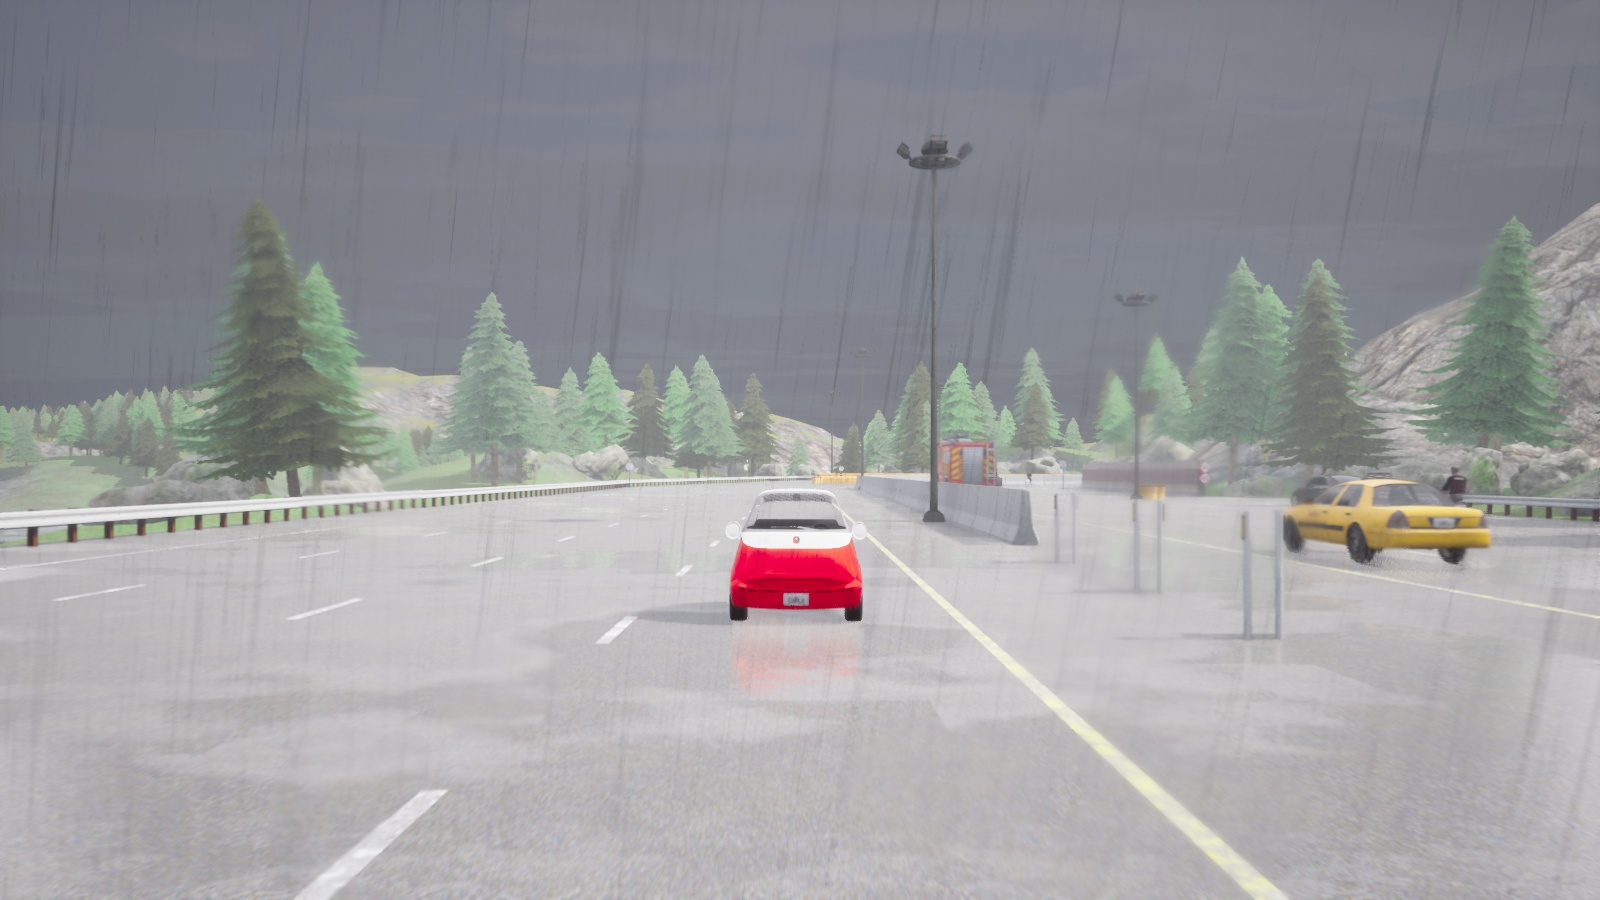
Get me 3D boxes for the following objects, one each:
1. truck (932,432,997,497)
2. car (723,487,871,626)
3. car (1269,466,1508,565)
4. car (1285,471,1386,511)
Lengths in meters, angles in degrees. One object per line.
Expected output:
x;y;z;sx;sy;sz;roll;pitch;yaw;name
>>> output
10.249;0.931;78.993;2.891;3.827;8.468;0;-1;0;truck
-0.031;1.100;13.737;1.481;1.376;2.207;0;-1;0;car
10.447;1.094;22.831;1.801;1.575;5.366;0;-1;0;car
20.885;1.559;49.189;1.837;1.490;4.892;0;-1;0;car
